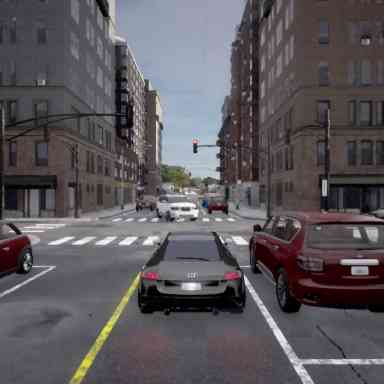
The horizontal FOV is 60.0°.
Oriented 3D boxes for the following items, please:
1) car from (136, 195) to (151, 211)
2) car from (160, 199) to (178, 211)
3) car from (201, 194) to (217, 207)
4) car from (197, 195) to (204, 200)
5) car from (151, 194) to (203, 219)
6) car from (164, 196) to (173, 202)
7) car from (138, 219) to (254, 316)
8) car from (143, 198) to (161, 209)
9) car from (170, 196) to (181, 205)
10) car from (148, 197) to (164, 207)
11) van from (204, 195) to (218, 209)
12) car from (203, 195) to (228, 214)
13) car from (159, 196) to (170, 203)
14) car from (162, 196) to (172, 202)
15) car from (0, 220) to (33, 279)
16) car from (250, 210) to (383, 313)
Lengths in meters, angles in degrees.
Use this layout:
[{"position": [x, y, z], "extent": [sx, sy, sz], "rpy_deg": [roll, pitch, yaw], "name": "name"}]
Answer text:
[{"position": [-5.488, 1.313, 40.140], "extent": [2.192, 1.841, 5.009], "rpy_deg": [0, 0, 0], "name": "car"}, {"position": [-2.920, 1.562, 42.190], "extent": [1.994, 1.385, 4.181], "rpy_deg": [0, 0, 0], "name": "car"}, {"position": [2.599, 1.312, 51.163], "extent": [2.192, 1.841, 5.009], "rpy_deg": [0, 0, 0], "name": "car"}, {"position": [2.485, 1.518, 95.363], "extent": [1.752, 1.417, 4.829], "rpy_deg": [0, 0, 0], "name": "car"}, {"position": [-1.384, 1.221, 26.703], "extent": [2.150, 2.045, 5.566], "rpy_deg": [0, 0, -20], "name": "car"}, {"position": [-5.540, 1.545, 78.666], "extent": [2.008, 1.369, 4.403], "rpy_deg": [0, 0, 0], "name": "car"}, {"position": [0.012, 1.564, 7.617], "extent": [1.994, 1.385, 4.181], "rpy_deg": [0, 0, 1], "name": "car"}, {"position": [-5.495, 1.563, 45.643], "extent": [1.947, 1.339, 4.313], "rpy_deg": [0, 0, 0], "name": "car"}, {"position": [-2.928, 1.521, 61.080], "extent": [1.812, 1.442, 4.674], "rpy_deg": [0, 0, 0], "name": "car"}, {"position": [-5.503, 1.548, 51.147], "extent": [2.008, 1.369, 4.403], "rpy_deg": [0, 0, 0], "name": "car"}, {"position": [2.613, 1.339, 45.659], "extent": [1.690, 1.788, 3.998], "rpy_deg": [0, 0, 0], "name": "van"}, {"position": [2.641, 1.313, 34.652], "extent": [2.192, 1.841, 5.009], "rpy_deg": [0, 0, 0], "name": "car"}, {"position": [-5.525, 1.540, 67.659], "extent": [1.887, 1.381, 4.507], "rpy_deg": [0, 0, 0], "name": "car"}, {"position": [-5.532, 1.539, 73.162], "extent": [1.887, 1.381, 4.507], "rpy_deg": [0, 0, 0], "name": "car"}, {"position": [-5.400, 1.440, 7.581], "extent": [1.967, 1.590, 4.097], "rpy_deg": [0, 0, 0], "name": "car"}, {"position": [2.625, 1.315, 7.595], "extent": [2.192, 1.841, 5.009], "rpy_deg": [0, 0, 0], "name": "car"}]
